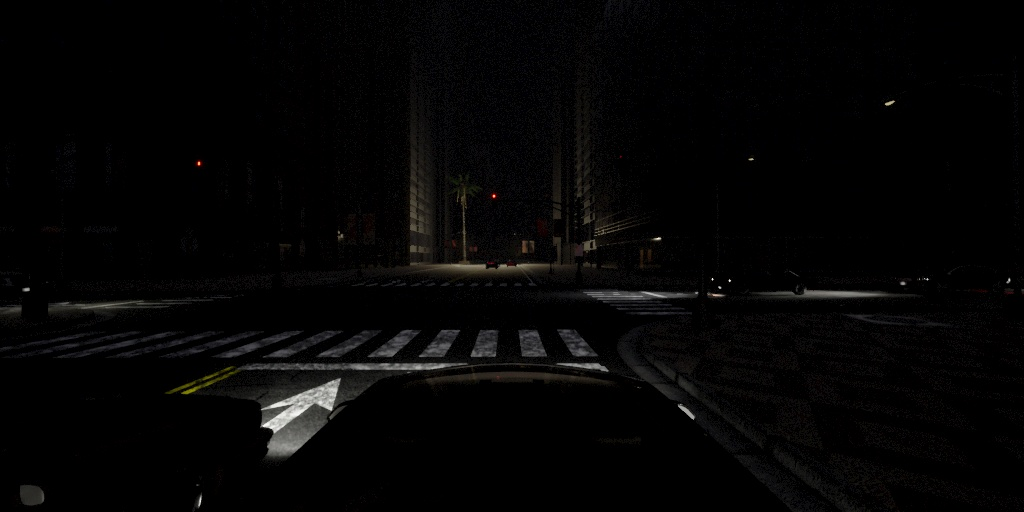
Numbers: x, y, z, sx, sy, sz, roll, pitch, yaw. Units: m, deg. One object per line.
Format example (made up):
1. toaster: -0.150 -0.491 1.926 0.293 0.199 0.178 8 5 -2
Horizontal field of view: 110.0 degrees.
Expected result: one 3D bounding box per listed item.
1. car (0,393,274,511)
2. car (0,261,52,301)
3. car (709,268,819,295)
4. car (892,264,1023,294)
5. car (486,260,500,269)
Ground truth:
1. car: -3.176 1.297 0.693 2.033 1.411 5.357 0 0 4
2. car: -22.977 1.057 14.933 5.566 2.045 2.150 0 0 0
3. car: 12.993 1.316 18.719 4.718 1.301 1.895 0 0 -2
4. car: 22.999 1.173 18.887 4.902 1.511 2.128 0 0 -1
5. car: -3.277 1.403 59.924 2.128 1.511 4.902 0 -1 1
